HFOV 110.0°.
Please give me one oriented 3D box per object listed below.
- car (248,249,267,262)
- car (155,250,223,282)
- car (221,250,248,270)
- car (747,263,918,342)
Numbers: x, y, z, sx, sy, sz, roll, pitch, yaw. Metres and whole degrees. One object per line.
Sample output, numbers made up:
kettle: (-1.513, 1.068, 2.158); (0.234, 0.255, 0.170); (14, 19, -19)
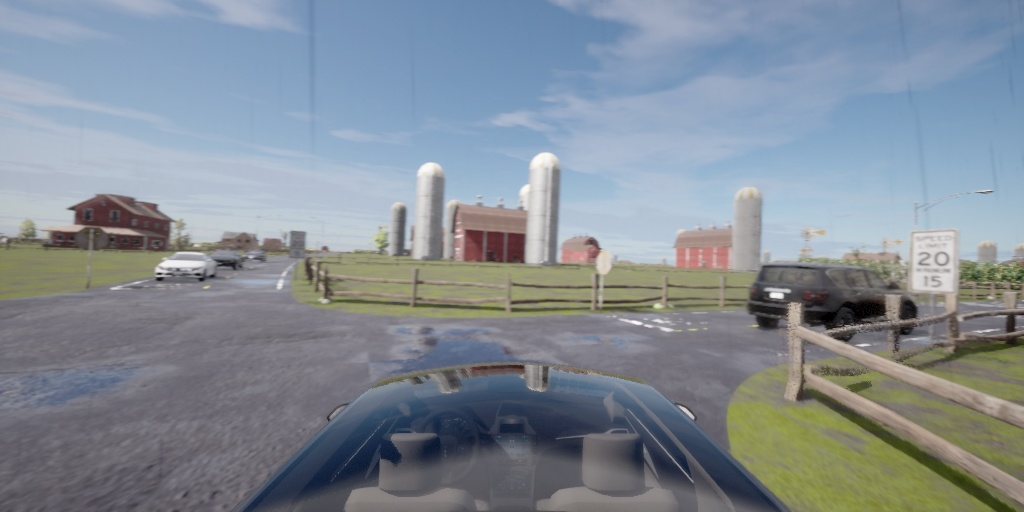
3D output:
car: (-31.201, -0.052, 43.642); (2.128, 1.511, 4.902); (3, -1, -28)
car: (-17.282, 0.515, 19.257); (1.812, 1.442, 4.674); (4, -1, -31)
car: (-22.918, 0.248, 28.744); (1.882, 1.535, 5.008); (3, -1, -30)
car: (9.772, 1.288, 10.959); (5.566, 2.045, 2.150); (2, -1, -23)
